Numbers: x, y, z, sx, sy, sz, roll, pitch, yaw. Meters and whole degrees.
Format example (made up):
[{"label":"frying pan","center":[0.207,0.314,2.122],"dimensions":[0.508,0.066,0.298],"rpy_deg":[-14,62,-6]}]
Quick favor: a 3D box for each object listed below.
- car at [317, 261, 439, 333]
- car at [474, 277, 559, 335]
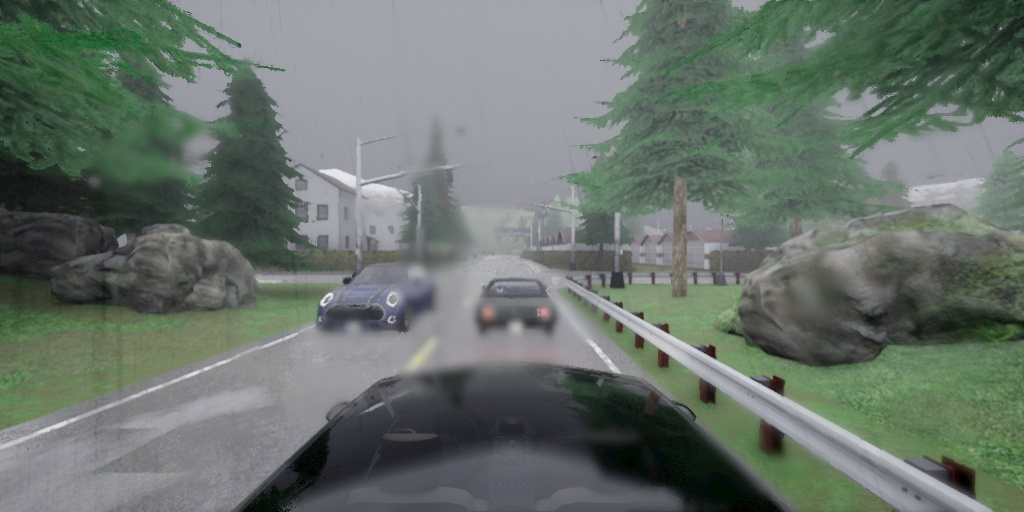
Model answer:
[{"label":"car","center":[-3.535,0.986,10.277],"dimensions":[2.097,1.767,4.553],"rpy_deg":[0,1,1]},{"label":"car","center":[0.106,1.238,10.077],"dimensions":[1.895,1.301,4.718],"rpy_deg":[0,1,0]}]
